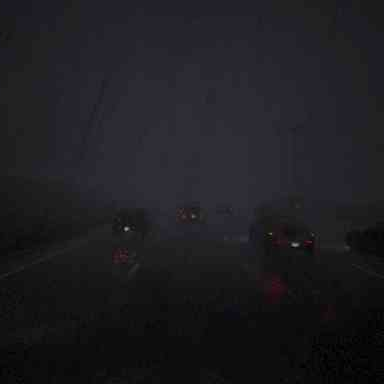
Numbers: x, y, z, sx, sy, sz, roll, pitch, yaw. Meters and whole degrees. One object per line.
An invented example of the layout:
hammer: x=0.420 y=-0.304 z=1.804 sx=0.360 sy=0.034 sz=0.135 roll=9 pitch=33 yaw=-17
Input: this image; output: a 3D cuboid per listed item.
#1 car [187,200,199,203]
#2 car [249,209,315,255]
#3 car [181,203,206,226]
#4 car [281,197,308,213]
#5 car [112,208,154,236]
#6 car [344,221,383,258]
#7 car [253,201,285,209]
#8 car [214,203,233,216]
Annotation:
car: x=0.076 y=1.755 z=41.683 sx=2.097 sy=1.767 sz=4.553 roll=0 pitch=-1 yaw=0
car: x=3.591 y=1.660 z=13.856 sx=1.812 sy=1.442 sz=4.674 roll=0 pitch=0 yaw=0
car: x=0.086 y=1.799 z=25.908 sx=2.033 sy=1.411 sz=5.357 roll=0 pitch=-1 yaw=0
car: x=10.580 y=1.567 z=35.716 sx=2.150 sy=2.045 sz=5.566 roll=0 pitch=0 yaw=0
car: x=-3.412 y=1.698 z=19.823 sx=1.837 sy=1.490 sz=4.892 roll=0 pitch=0 yaw=0
car: x=7.094 y=1.654 z=11.021 sx=2.033 sy=1.411 sz=5.357 roll=0 pitch=-1 yaw=0
car: x=7.082 y=1.814 z=31.946 sx=1.837 sy=1.490 sz=4.892 roll=0 pitch=0 yaw=0
car: x=3.579 y=1.914 z=37.952 sx=2.033 sy=1.411 sz=5.357 roll=0 pitch=-1 yaw=0
